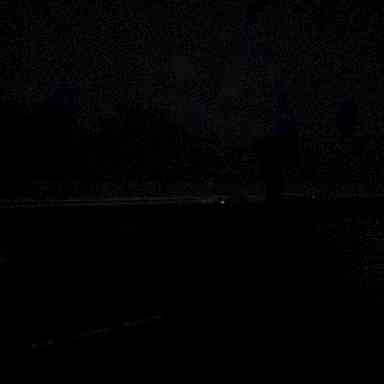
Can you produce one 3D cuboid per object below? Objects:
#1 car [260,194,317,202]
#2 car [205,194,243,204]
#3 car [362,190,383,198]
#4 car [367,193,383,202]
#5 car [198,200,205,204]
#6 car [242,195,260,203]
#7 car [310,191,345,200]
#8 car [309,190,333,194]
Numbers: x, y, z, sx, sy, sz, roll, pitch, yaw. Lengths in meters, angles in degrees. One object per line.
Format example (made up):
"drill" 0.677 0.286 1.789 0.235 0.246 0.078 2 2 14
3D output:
"car" 8.934 1.194 30.592 4.892 1.490 1.837 0 0 -32
"car" 4.200 1.033 35.881 4.553 1.767 2.097 -1 1 -32
"car" 23.185 0.737 39.541 5.566 2.045 2.150 0 0 -32
"car" 32.626 0.900 57.818 4.892 1.490 1.837 0 0 -32
"car" 3.020 1.139 39.271 5.008 1.535 1.882 0 0 -32
"car" 8.016 1.158 34.145 4.902 1.511 2.128 -1 1 -32
"car" 18.704 0.993 44.993 4.902 1.511 2.128 -1 1 -32
"car" 18.895 0.687 49.219 5.566 2.045 2.150 -1 1 -32
